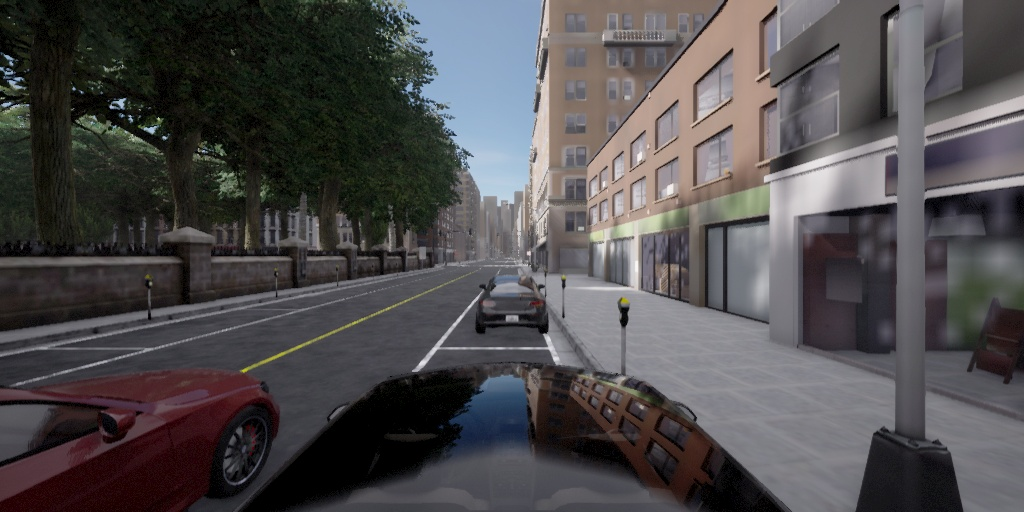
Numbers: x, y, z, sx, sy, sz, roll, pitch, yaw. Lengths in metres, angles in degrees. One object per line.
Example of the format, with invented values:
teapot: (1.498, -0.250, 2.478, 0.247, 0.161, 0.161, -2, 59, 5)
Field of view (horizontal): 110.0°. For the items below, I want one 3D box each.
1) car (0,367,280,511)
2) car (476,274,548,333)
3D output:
car: (-3.146, 1.269, 1.500, 1.812, 1.442, 4.674, 0, 0, 0)
car: (0.004, 1.264, 10.500, 1.812, 1.442, 4.674, 0, 0, 0)
